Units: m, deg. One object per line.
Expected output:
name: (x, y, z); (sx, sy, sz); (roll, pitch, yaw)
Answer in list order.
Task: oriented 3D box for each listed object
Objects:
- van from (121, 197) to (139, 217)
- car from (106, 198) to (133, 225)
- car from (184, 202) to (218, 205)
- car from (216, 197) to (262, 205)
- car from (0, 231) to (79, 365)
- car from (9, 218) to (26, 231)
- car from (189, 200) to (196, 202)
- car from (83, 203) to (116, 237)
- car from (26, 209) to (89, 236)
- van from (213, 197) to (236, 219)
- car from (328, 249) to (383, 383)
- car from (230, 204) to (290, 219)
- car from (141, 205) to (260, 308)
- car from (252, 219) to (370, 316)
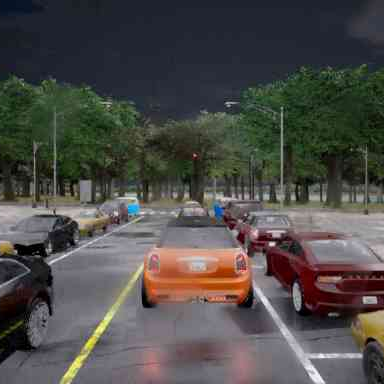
van: (-5.738, 1.345, 29.157); (1.690, 1.788, 3.998); (0, 0, 0)
car: (-5.743, 1.443, 23.719); (1.967, 1.590, 4.097); (0, 0, 0)
car: (0.113, 1.493, 17.285); (2.128, 1.511, 4.902); (0, 0, 0)
car: (2.777, 1.316, 18.274); (2.192, 1.841, 5.009); (0, 0, 0)
car: (-3.097, 1.491, 3.386); (2.128, 1.511, 4.902); (0, 0, 0)
car: (-5.758, 1.525, 7.237); (1.752, 1.417, 4.829); (0, 0, 0)
car: (0.022, 1.460, 27.229); (1.801, 1.575, 5.366); (0, 0, 1)
car: (-5.748, 1.527, 18.112); (1.752, 1.417, 4.829); (0, 0, 0)
car: (-5.753, 1.566, 12.844); (1.947, 1.339, 4.313); (0, 0, 0)
van: (2.787, 1.345, 29.149); (1.690, 1.788, 3.998); (0, 0, 0)
car: (2.762, 1.525, 2.131); (1.752, 1.417, 4.829); (0, 0, 0)
car: (2.772, 1.441, 12.836); (1.967, 1.590, 4.097); (0, 0, 0)
car: (0.106, 1.352, 8.071); (2.097, 1.767, 4.553); (0, 0, 0)
car: (2.767, 1.545, 7.399); (1.887, 1.381, 4.507); (0, 0, 0)
